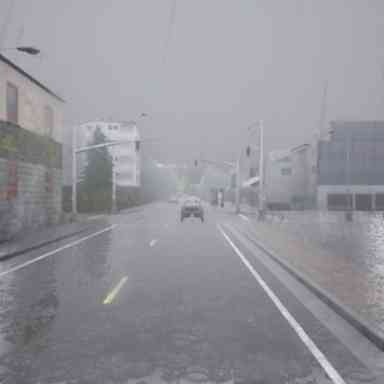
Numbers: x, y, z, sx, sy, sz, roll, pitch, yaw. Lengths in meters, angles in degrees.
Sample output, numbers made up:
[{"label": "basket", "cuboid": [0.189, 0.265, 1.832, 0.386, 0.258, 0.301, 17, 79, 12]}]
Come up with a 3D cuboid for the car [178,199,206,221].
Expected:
[{"label": "car", "cuboid": [0.050, 1.594, 27.698, 1.837, 1.490, 4.892, 0, -1, 1]}]

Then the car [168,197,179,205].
[{"label": "car", "cuboid": [-3.515, 1.671, 63.771, 1.812, 1.442, 4.674, 0, 0, 1]}]

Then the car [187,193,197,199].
[{"label": "car", "cuboid": [0.005, 1.236, 73.257, 2.150, 2.045, 5.566, 0, 0, 0]}]
